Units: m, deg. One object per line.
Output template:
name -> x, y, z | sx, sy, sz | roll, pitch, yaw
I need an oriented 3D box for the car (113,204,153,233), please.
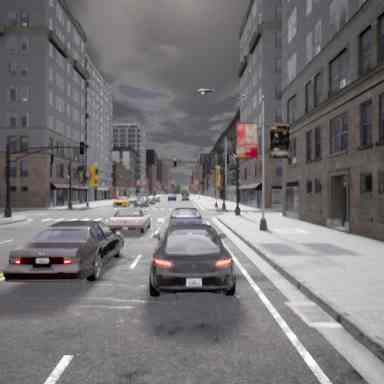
car -> -3.516, 1.601, 19.516 | 1.895, 1.301, 4.718 | 0, 0, -1

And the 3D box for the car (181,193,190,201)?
car -> -1.613, 1.598, 80.882 | 1.895, 1.301, 4.718 | 0, 0, -1

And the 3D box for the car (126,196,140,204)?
car -> -11.038, 1.534, 62.219 | 1.812, 1.442, 4.674 | 0, 0, -1

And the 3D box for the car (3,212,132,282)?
car -> -3.315, 1.547, 9.758 | 2.033, 1.411, 5.357 | 0, 0, -1

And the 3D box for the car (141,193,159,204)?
car -> -7.764, 1.497, 60.175 | 2.128, 1.511, 4.902 | 0, 0, -1

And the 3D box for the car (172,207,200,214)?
car -> -0.336, 1.547, 18.100 | 2.033, 1.411, 5.357 | 0, 0, -1

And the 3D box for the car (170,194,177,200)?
car -> -5.066, 1.372, 90.787 | 1.837, 1.490, 4.892 | 0, 0, -1

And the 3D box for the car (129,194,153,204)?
car -> -7.581, 1.499, 50.105 | 2.128, 1.511, 4.902 | 0, 0, -1

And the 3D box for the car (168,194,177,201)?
car -> -4.854, 1.480, 80.369 | 1.882, 1.535, 5.008 | 0, 0, -1

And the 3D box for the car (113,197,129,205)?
car -> -10.864, 1.486, 51.578 | 1.882, 1.535, 5.008 | 0, 0, -1

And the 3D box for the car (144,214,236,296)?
car -> -0.040, 1.525, 8.513 | 1.812, 1.442, 4.674 | 0, 0, -2
